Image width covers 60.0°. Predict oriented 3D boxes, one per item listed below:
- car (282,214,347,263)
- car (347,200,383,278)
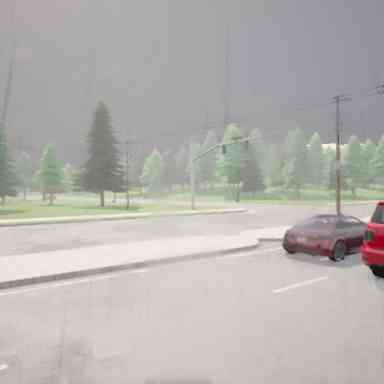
[{"bbox_3d":[5.154,1.484,11.842,4.181,1.385,1.994,0,0,-36],"label":"car"},{"bbox_3d":[6.628,1.143,8.591,5.566,2.045,2.150,0,0,-35],"label":"car"}]
